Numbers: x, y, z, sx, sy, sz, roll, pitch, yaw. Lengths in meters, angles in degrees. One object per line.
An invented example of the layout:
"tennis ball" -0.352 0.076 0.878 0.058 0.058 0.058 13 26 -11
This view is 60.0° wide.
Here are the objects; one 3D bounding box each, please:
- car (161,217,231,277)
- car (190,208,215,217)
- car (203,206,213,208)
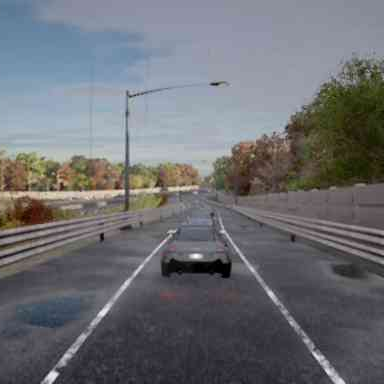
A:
"car" 0.150 1.723 10.804 1.994 1.385 4.181 0 -1 1
"car" 0.618 2.024 22.367 2.033 1.411 5.357 0 -2 3
"car" 2.351 2.752 48.550 2.033 1.411 5.357 0 -2 4
